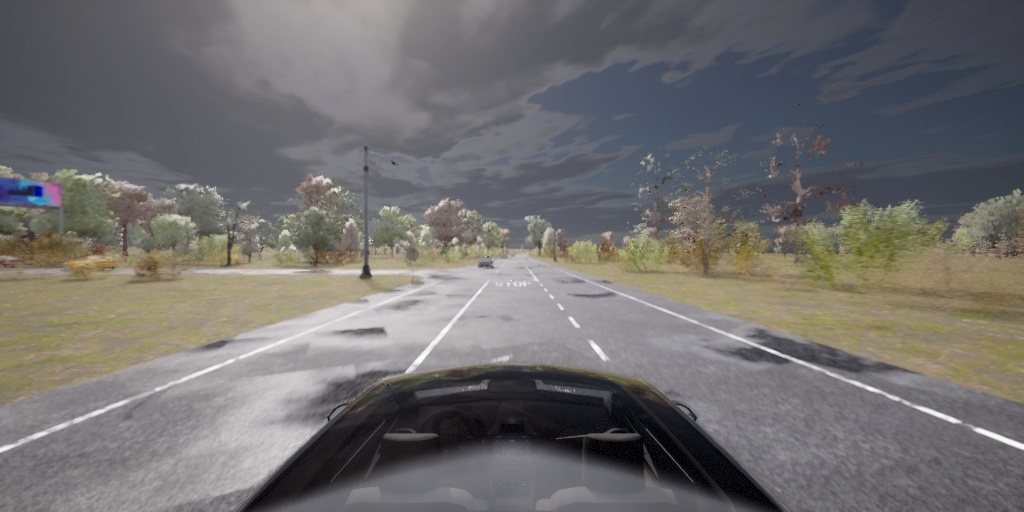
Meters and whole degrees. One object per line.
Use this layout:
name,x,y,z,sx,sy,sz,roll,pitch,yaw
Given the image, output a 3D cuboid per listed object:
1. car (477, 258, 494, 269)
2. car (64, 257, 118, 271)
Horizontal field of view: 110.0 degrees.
car,-3.258,0.895,45.376,2.033,1.411,5.357,0,1,0
car,-48.441,0.873,41.248,5.008,1.535,1.882,0,0,2
